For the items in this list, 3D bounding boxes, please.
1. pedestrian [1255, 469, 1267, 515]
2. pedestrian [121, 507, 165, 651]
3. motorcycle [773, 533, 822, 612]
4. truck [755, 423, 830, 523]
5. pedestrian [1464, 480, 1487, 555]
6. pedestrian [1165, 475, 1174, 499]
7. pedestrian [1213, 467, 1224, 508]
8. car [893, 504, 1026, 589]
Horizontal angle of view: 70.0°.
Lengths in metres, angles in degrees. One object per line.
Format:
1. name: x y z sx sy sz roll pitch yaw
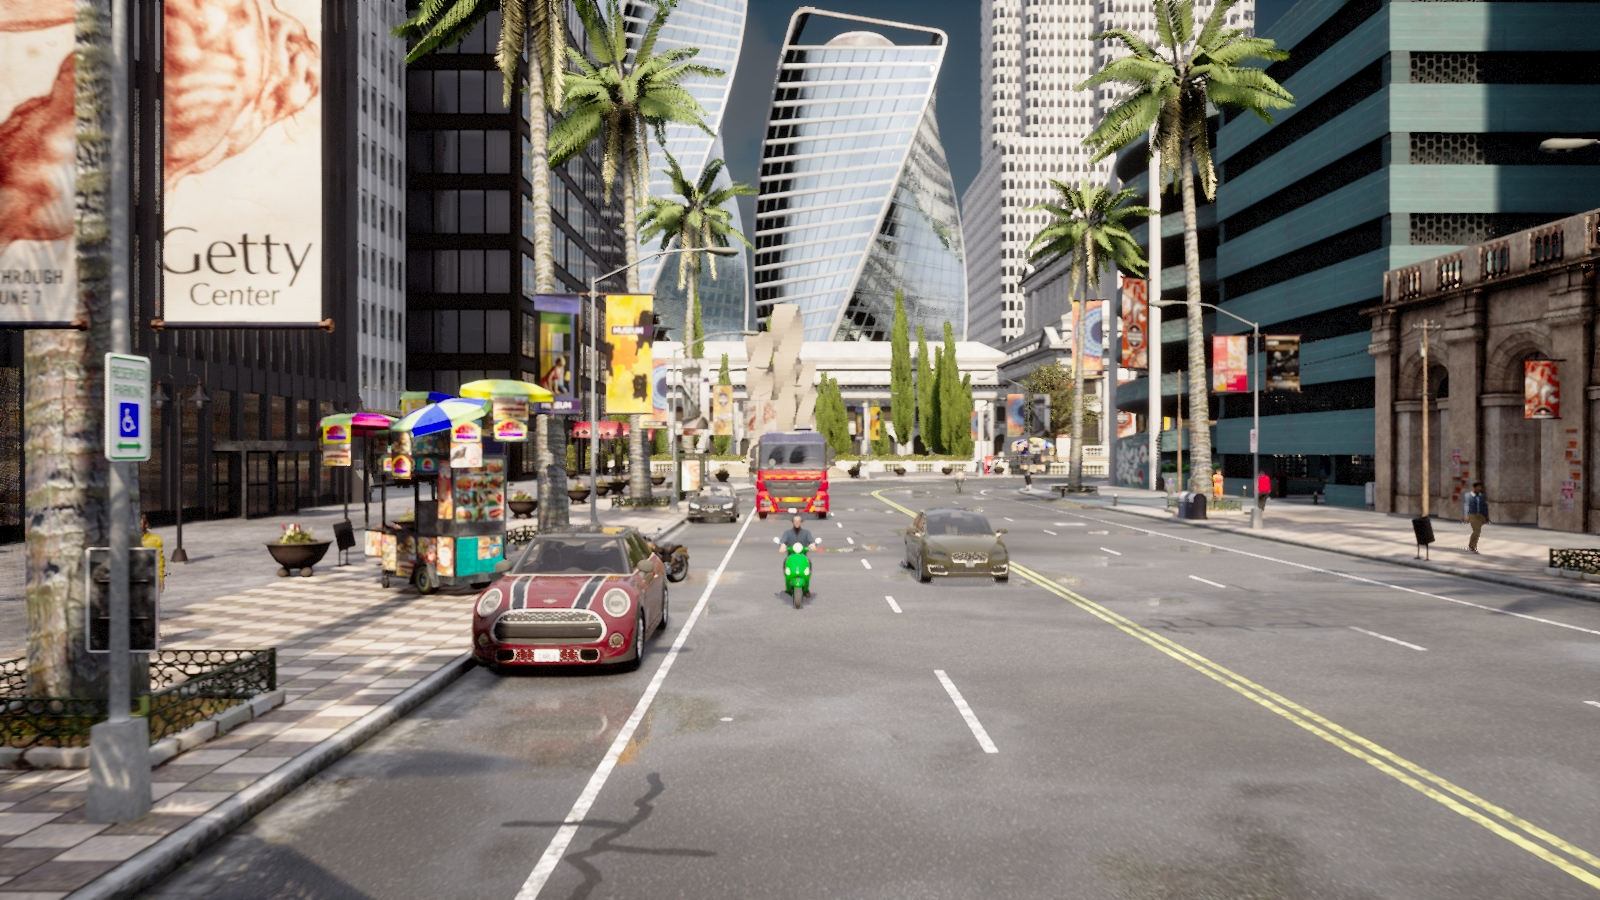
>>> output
1. pedestrian: 18.701 1.700 46.353 0.375 1.860 0.375 0 0 11
2. pedestrian: -8.688 1.697 15.117 0.375 1.860 0.375 0 0 0
3. motorcycle: -0.052 2.183 20.720 0.856 1.236 1.805 0 0 -1
4. truck: -0.314 0.893 48.001 2.891 3.827 8.468 0 0 0
5. pedestrian: 17.032 1.698 28.819 0.375 1.860 0.375 0 0 1
6. pedestrian: 19.998 1.980 61.766 0.375 1.300 0.375 0 0 1
7. pedestrian: 19.064 1.699 52.066 0.375 1.860 0.375 0 0 3
8. car: 3.403 2.062 25.429 2.231 1.480 4.892 0 0 -1
